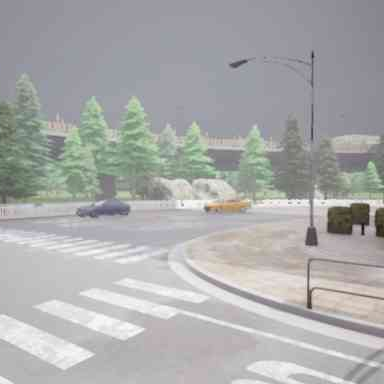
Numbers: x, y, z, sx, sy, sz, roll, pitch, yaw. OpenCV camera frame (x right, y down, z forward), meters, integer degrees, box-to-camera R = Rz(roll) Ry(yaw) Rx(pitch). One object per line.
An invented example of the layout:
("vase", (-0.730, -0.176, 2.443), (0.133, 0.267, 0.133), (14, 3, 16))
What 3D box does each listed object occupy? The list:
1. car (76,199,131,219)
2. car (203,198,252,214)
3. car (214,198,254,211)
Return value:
("car", (-7.045, 1.343, 26.921), (1.812, 1.442, 4.674), (0, 0, 39))
("car", (3.364, 1.323, 32.811), (5.008, 1.535, 1.882), (0, 0, -35))
("car", (4.790, 1.398, 37.785), (4.181, 1.385, 1.994), (0, 0, -29))
